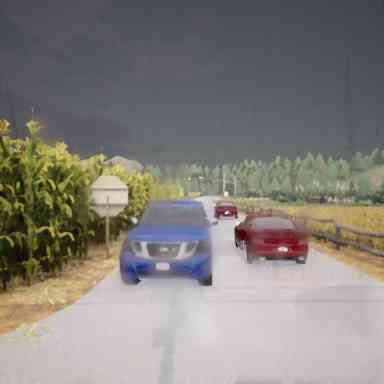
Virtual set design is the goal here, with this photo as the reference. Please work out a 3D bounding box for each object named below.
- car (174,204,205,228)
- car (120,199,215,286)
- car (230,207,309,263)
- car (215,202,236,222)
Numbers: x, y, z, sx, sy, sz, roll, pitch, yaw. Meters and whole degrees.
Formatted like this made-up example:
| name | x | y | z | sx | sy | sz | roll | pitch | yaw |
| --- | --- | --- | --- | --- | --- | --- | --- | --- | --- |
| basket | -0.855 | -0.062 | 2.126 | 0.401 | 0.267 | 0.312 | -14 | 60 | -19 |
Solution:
| name | x | y | z | sx | sy | sz | roll | pitch | yaw |
| --- | --- | --- | --- | --- | --- | --- | --- | --- | --- |
| car | -0.139 | 1.671 | 24.703 | 2.033 | 1.411 | 5.357 | 0 | 0 | 1 |
| car | -0.463 | 1.271 | 9.951 | 2.150 | 2.045 | 5.566 | 0 | 0 | 4 |
| car | 2.717 | 1.545 | 12.256 | 1.882 | 1.535 | 5.008 | 0 | 0 | 1 |
| car | 3.138 | 1.641 | 31.302 | 1.882 | 1.535 | 5.008 | 0 | 0 | 1 |
